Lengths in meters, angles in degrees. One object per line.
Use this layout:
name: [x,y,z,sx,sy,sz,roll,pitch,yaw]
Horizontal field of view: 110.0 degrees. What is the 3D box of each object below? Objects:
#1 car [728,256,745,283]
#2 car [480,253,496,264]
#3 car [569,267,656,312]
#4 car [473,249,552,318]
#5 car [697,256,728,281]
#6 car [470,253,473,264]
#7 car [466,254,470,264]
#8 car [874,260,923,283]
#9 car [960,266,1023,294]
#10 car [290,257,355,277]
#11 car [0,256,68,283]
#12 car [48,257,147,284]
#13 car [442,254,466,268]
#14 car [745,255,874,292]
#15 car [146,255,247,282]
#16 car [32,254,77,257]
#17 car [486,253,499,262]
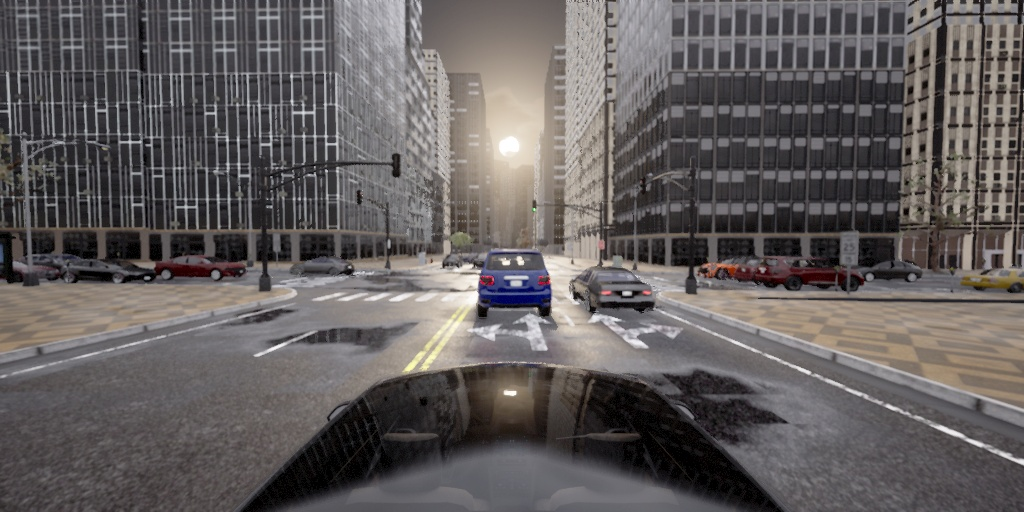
car: [16.564,0.905,22.341,4.553,1.767,2.097,1,2,1]
car: [-3.328,0.316,50.635,1.882,1.535,5.008,0,1,0]
car: [3.346,1.092,12.939,2.033,1.411,5.357,0,1,0]
car: [-0.035,0.777,12.241,2.150,2.045,5.566,0,1,-3]
car: [15.777,0.789,25.541,4.553,1.767,2.097,0,2,-1]
car: [-3.343,0.498,41.024,1.882,1.535,5.008,0,1,0]
car: [-6.580,0.443,50.436,1.895,1.301,4.718,0,1,0]
car: [25.905,1.035,25.350,4.892,1.490,1.837,1,2,1]
car: [27.639,1.266,19.560,4.829,1.417,1.751,0,0,1]
car: [-13.585,0.739,25.765,4.181,1.385,1.994,1,2,5]
car: [-28.418,0.811,20.397,4.207,1.307,1.802,0,0,1]
car: [-22.734,0.849,20.266,4.313,1.339,1.948,0,0,1]
car: [-6.609,0.542,40.133,1.837,1.490,4.892,0,1,-1]
car: [16.191,0.953,19.753,5.009,1.841,2.192,0,0,1]
car: [-19.769,0.697,22.901,5.008,1.535,1.882,1,2,0]
car: [-29.272,0.621,23.091,4.902,1.511,2.128,1,2,1]
car: [-3.262,0.184,61.223,2.033,1.411,5.357,0,1,0]
